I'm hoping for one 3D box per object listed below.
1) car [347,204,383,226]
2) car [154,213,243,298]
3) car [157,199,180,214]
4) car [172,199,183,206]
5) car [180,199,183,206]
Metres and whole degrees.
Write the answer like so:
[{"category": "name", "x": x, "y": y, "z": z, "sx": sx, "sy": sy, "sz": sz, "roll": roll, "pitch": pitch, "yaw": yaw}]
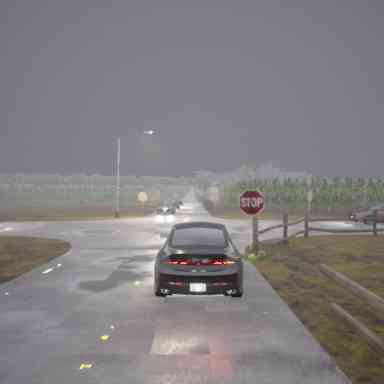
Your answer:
[{"category": "car", "x": 13.153, "y": 1.547, "z": 23.208, "sx": 4.181, "sy": 1.385, "sz": 1.994, "roll": 0, "pitch": 1, "yaw": 0}, {"category": "car", "x": 0.186, "y": 1.512, "z": 8.534, "sx": 1.837, "sy": 1.490, "sz": 4.892, "roll": 0, "pitch": 0, "yaw": 2}, {"category": "car", "x": -2.782, "y": 1.656, "z": 36.856, "sx": 2.128, "sy": 1.511, "sz": 4.902, "roll": 0, "pitch": 0, "yaw": 0}, {"category": "car", "x": -2.683, "y": 2.010, "z": 63.495, "sx": 1.895, "sy": 1.301, "sz": 4.718, "roll": 0, "pitch": -1, "yaw": 1}, {"category": "car", "x": -2.747, "y": 1.821, "z": 49.339, "sx": 2.033, "sy": 1.411, "sz": 5.357, "roll": 0, "pitch": -1, "yaw": 0}]
